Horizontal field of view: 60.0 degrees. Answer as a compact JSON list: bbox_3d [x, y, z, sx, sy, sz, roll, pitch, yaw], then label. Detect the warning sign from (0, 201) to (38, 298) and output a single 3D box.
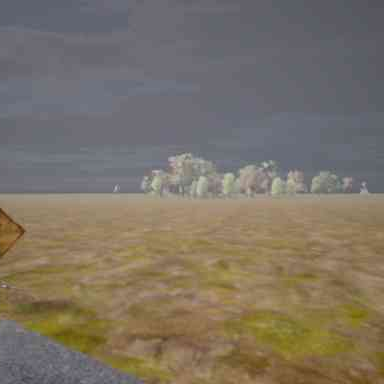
[{"bbox_3d":[-4.113,1.148,6.910,1.060,1.860,1.300,0,0,36],"label":"warning sign"}]
